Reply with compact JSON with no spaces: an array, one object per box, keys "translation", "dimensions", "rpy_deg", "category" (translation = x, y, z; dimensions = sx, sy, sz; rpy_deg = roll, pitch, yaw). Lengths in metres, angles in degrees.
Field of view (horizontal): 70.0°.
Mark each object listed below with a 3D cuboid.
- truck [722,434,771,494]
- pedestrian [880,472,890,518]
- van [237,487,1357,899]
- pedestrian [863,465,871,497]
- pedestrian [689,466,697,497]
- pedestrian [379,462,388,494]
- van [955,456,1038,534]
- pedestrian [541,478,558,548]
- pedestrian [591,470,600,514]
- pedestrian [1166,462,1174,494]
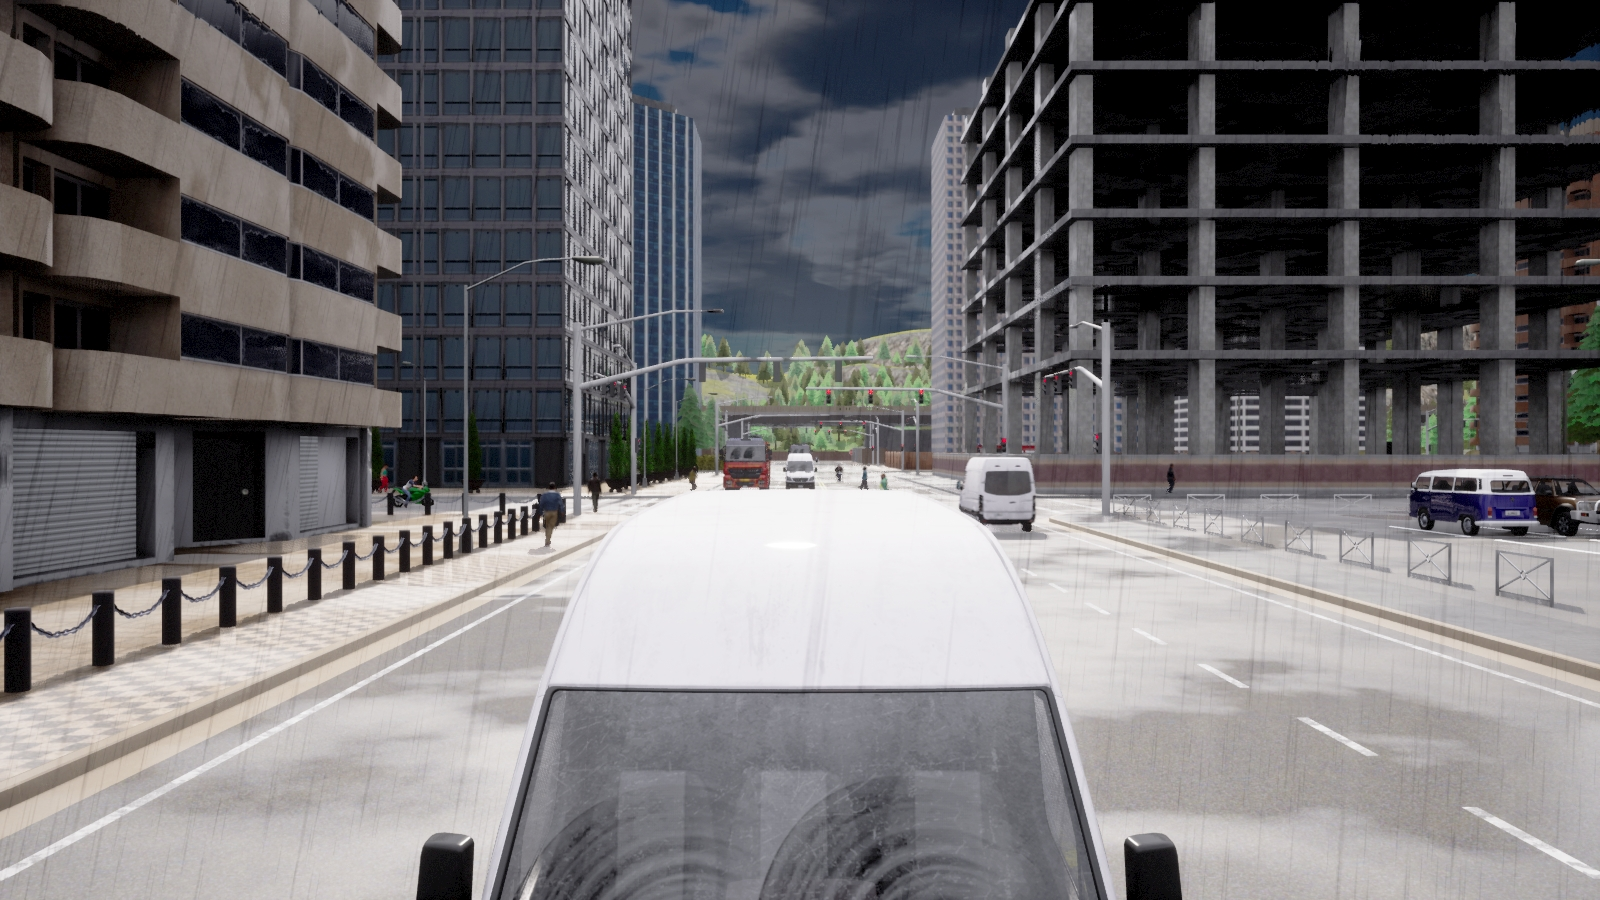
[{"translation":[-3.496,0.891,77.013],"dimensions":[2.891,3.827,8.468],"rpy_deg":[0,0,0],"category":"truck"},{"translation":[3.484,1.835,46.666],"dimensions":[0.375,1.860,0.375],"rpy_deg":[0,0,-1],"category":"pedestrian"},{"translation":[-0.002,1.534,4.985],"dimensions":[1.988,2.561,5.915],"rpy_deg":[0,0,0],"category":"van"},{"translation":[4.011,1.849,68.190],"dimensions":[0.375,1.860,0.375],"rpy_deg":[0,0,-8],"category":"pedestrian"},{"translation":[-6.279,1.848,67.149],"dimensions":[0.375,1.860,0.375],"rpy_deg":[0,0,20],"category":"pedestrian"},{"translation":[-24.364,1.641,66.807],"dimensions":[0.375,1.860,0.375],"rpy_deg":[0,0,11],"category":"pedestrian"},{"translation":[6.983,1.535,41.235],"dimensions":[1.988,2.561,5.915],"rpy_deg":[0,0,0],"category":"van"},{"translation":[-6.743,1.697,30.755],"dimensions":[0.375,1.860,0.375],"rpy_deg":[0,0,-3],"category":"pedestrian"},{"translation":[-8.791,1.801,49.110],"dimensions":[0.375,1.860,0.375],"rpy_deg":[0,0,-8],"category":"pedestrian"},{"translation":[21.547,1.641,66.504],"dimensions":[0.375,1.860,0.375],"rpy_deg":[0,0,-1],"category":"pedestrian"}]
